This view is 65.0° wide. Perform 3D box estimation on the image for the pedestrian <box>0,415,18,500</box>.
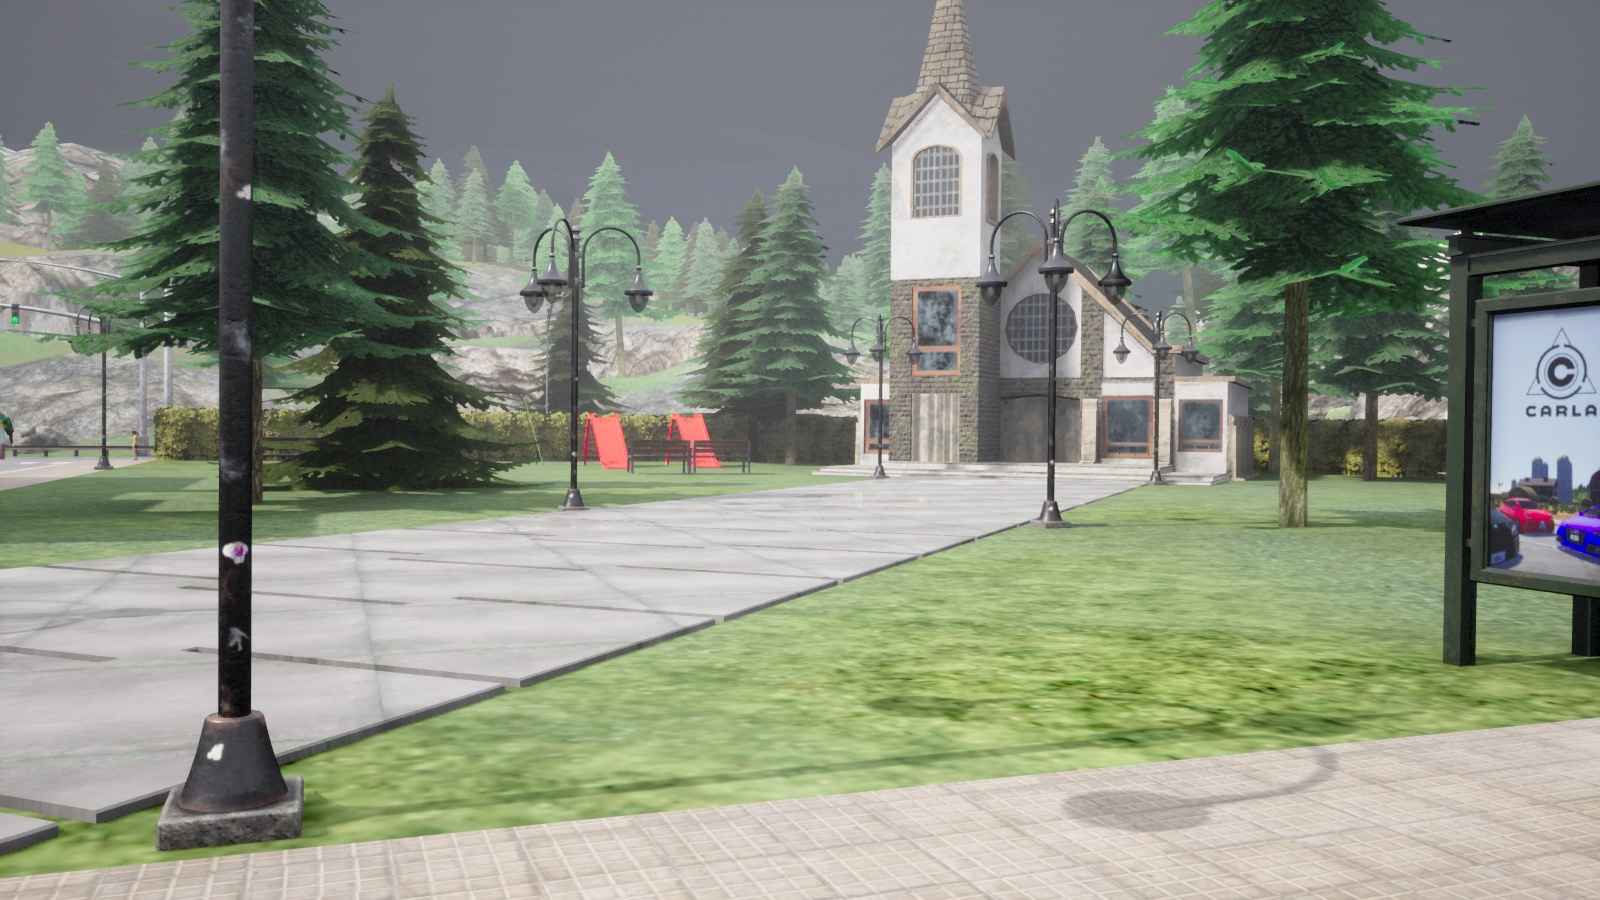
[{"bbox_3d":[-18.775,0.169,29.337,0.659,1.952,0.873,-1,1,-21],"label":"pedestrian"}]
